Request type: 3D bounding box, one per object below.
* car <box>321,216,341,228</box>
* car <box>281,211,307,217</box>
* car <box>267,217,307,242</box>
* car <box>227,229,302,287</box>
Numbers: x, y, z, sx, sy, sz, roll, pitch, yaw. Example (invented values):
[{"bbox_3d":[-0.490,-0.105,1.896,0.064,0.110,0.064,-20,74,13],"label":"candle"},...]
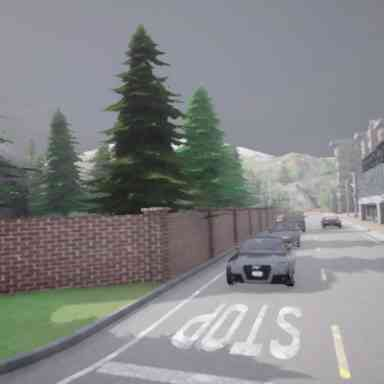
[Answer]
[{"bbox_3d":[15.360,3.286,36.877,1.895,1.301,4.718,-4,-4,19],"label":"car"},{"bbox_3d":[10.165,2.886,33.000,2.150,2.045,5.566,-4,-4,19],"label":"car"},{"bbox_3d":[5.861,2.589,20.834,2.128,1.511,4.902,-4,-4,19],"label":"car"},{"bbox_3d":[2.506,2.220,11.344,1.994,1.385,4.181,-4,-4,19],"label":"car"}]
